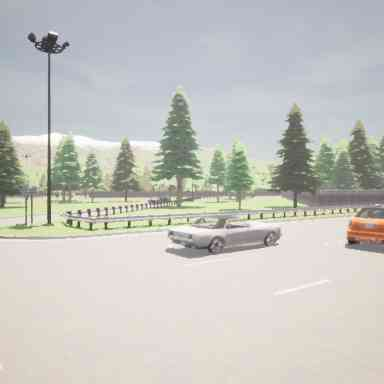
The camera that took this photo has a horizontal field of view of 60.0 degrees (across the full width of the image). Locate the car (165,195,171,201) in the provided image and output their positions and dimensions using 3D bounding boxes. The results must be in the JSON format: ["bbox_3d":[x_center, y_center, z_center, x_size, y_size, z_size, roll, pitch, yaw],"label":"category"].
[{"bbox_3d":[-5.655,1.351,69.765,2.097,1.767,4.553,0,0,5],"label":"car"}]

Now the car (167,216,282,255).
[{"bbox_3d":[1.463,1.601,13.375,4.718,1.301,1.895,0,0,-35],"label":"car"}]

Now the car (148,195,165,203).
[{"bbox_3d":[-6.601,1.601,59.945,1.895,1.301,4.718,0,0,5],"label":"car"}]

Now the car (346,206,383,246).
[{"bbox_3d":[8.627,1.353,14.176,4.553,1.767,2.097,0,0,-35],"label":"car"}]
